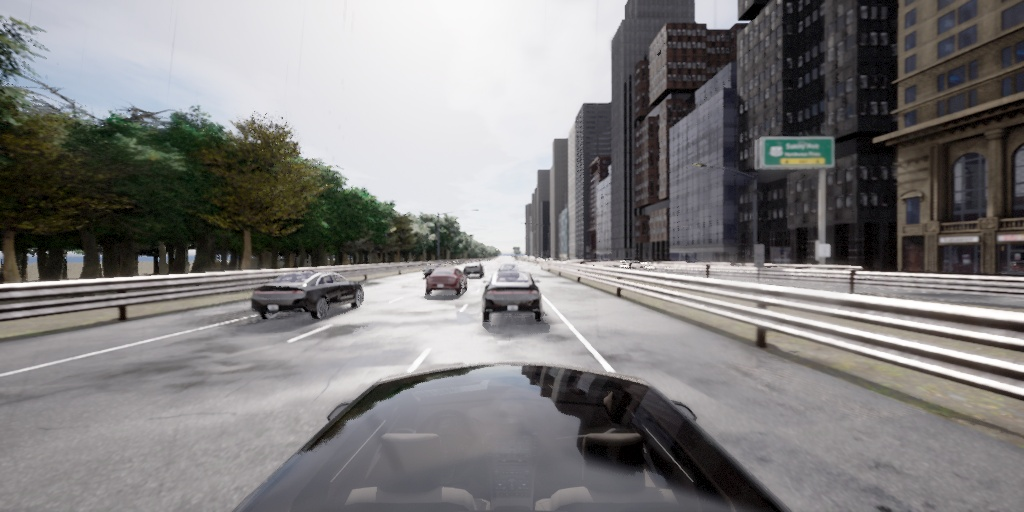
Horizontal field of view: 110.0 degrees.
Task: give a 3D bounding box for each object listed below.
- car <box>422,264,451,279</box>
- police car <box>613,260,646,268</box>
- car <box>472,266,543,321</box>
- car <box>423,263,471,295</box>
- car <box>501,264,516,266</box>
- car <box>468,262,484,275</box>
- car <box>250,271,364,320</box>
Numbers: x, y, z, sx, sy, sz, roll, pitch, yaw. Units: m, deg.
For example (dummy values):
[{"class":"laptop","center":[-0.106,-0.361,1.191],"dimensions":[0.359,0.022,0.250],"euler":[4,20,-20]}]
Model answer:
[{"class":"car","center":[-7.322,1.466,35.366],"dimensions":[1.895,1.301,4.718],"euler":[0,0,-1]},{"class":"police car","center":[14.828,1.319,45.908],"dimensions":[1.930,1.638,5.238],"euler":[0,0,-19]},{"class":"car","center":[-0.015,1.263,12.588],"dimensions":[2.128,1.511,4.902],"euler":[0,0,-1]},{"class":"car","center":[-3.618,1.333,20.244],"dimensions":[1.812,1.442,4.674],"euler":[0,0,-1]},{"class":"car","center":[-0.267,1.366,31.400],"dimensions":[2.033,1.411,5.357],"euler":[0,0,-1]},{"class":"car","center":[-3.839,1.344,36.792],"dimensions":[2.128,1.511,4.902],"euler":[0,0,-1]},{"class":"car","center":[-7.020,1.299,12.907],"dimensions":[2.128,1.511,4.902],"euler":[0,0,-1]}]
